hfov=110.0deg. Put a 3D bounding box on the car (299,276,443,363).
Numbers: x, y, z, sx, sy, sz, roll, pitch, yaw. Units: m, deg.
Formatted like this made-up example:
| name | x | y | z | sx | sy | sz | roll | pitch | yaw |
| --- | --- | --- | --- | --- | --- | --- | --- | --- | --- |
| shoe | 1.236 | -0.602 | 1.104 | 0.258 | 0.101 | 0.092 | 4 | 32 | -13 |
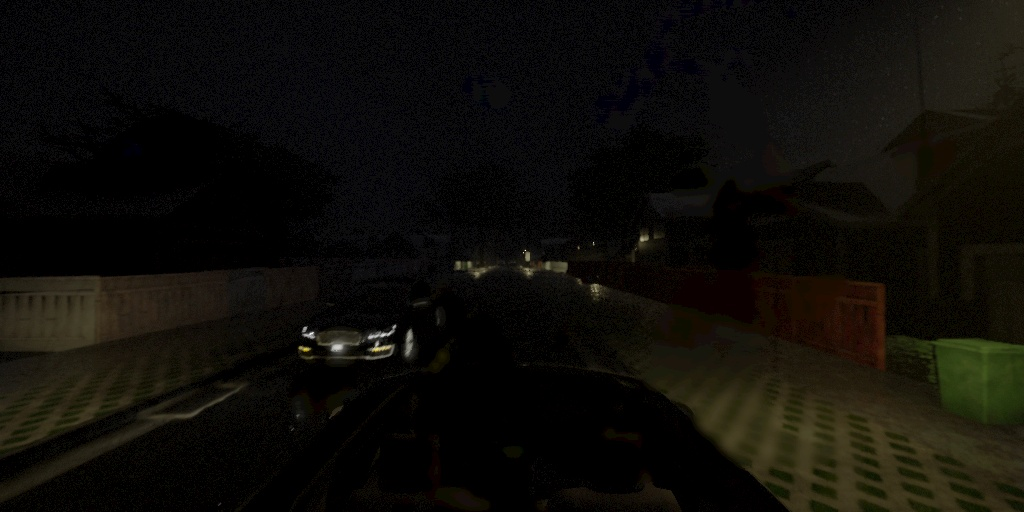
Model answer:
| name | x | y | z | sx | sy | sz | roll | pitch | yaw |
| --- | --- | --- | --- | --- | --- | --- | --- | --- | --- |
| car | -2.852 | 1.263 | 8.310 | 1.837 | 1.490 | 4.892 | 0 | 0 | 0 |
